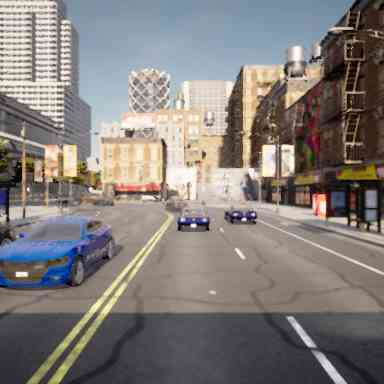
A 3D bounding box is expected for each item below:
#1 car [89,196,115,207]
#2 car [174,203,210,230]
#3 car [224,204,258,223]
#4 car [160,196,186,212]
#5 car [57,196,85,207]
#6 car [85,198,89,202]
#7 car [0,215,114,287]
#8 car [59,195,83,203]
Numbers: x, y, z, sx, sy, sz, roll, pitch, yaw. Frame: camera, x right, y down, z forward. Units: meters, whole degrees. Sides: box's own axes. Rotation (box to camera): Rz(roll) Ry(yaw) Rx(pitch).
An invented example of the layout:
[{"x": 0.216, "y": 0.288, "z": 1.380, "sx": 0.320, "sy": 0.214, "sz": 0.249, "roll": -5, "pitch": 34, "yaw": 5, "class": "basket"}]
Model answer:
[{"x": -13.617, "y": 1.537, "z": 51.247, "sx": 1.994, "sy": 1.385, "sz": 4.181, "roll": 0, "pitch": 0, "yaw": -44, "class": "car"}, {"x": 0.093, "y": 1.590, "z": 20.854, "sx": 1.895, "sy": 1.301, "sz": 4.718, "roll": 0, "pitch": 0, "yaw": 0, "class": "car"}, {"x": 3.543, "y": 1.588, "z": 25.112, "sx": 1.895, "sy": 1.301, "sz": 4.718, "roll": 0, "pitch": 0, "yaw": -1, "class": "car"}, {"x": -1.906, "y": 1.528, "z": 39.001, "sx": 2.033, "sy": 1.411, "sz": 5.357, "roll": 0, "pitch": 0, "yaw": -18, "class": "car"}, {"x": -19.213, "y": 1.499, "z": 51.688, "sx": 4.674, "sy": 1.442, "sz": 1.812, "roll": 0, "pitch": 0, "yaw": 39, "class": "car"}, {"x": -20.474, "y": 1.559, "z": 68.810, "sx": 4.718, "sy": 1.301, "sz": 1.895, "roll": 0, "pitch": 0, "yaw": 30, "class": "car"}, {"x": -3.609, "y": 1.473, "z": 9.541, "sx": 1.882, "sy": 1.535, "sz": 5.008, "roll": 0, "pitch": 0, "yaw": 0, "class": "car"}, {"x": -25.778, "y": 1.483, "z": 70.979, "sx": 4.674, "sy": 1.452, "sz": 2.002, "roll": 0, "pitch": 0, "yaw": 20, "class": "car"}]
